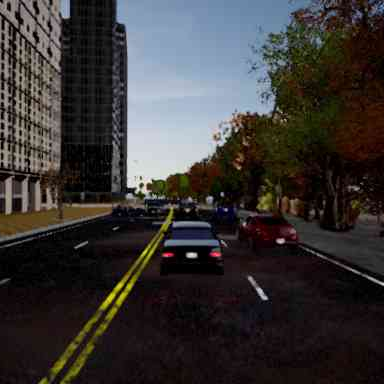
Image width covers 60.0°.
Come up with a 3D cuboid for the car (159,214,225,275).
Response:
[{"bbox_3d":[-0.015,1.656,10.829,2.033,1.411,5.357,0,-1,0],"label":"car"}]

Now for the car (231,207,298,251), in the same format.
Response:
[{"bbox_3d":[3.192,1.629,14.699,1.812,1.442,4.674,-3,1,-3],"label":"car"}]

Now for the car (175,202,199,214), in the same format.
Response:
[{"bbox_3d":[-0.447,1.657,30.473,2.097,1.767,4.553,0,-1,-2],"label":"car"}]

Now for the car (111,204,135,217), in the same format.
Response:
[{"bbox_3d":[-7.310,1.959,35.515,1.895,1.301,4.718,0,-1,-2],"label":"car"}]

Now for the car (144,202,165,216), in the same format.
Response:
[{"bbox_3d":[-4.117,1.878,36.936,1.837,1.490,4.892,0,-1,-2],"label":"car"}]

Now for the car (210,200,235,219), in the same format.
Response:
[{"bbox_3d":[2.804,1.622,30.224,2.097,1.767,4.553,-2,-1,-2],"label":"car"}]
